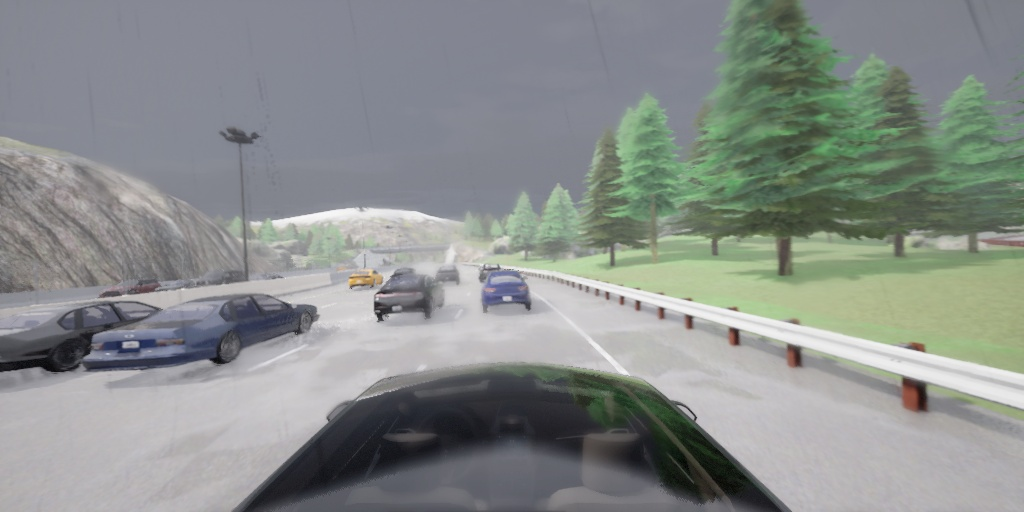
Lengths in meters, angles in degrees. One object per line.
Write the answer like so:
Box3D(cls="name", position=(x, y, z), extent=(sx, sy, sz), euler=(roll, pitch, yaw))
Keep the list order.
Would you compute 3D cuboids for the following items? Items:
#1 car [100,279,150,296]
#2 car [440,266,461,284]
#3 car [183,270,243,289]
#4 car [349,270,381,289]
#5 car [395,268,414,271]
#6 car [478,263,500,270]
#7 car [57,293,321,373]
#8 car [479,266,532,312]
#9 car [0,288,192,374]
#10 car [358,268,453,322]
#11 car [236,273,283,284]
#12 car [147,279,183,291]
Box3D(cls="car", position=(-34.087, 2.905, 32.273), extent=(2.097, 1.767, 4.553), euler=(-3, 0, -10))
Box3D(cls="car", position=(-5.255, 1.554, 29.746), extent=(2.128, 1.511, 4.902), euler=(-3, 0, -7))
Box3D(cls="car", position=(-27.191, 2.419, 33.481), extent=(2.150, 2.045, 5.566), euler=(-3, 0, -10))
Box3D(cls="car", position=(-12.445, 1.913, 30.788), extent=(1.882, 1.535, 5.008), euler=(-3, 0, -8))
Box3D(cls="car", position=(-8.785, 1.749, 29.794), extent=(1.837, 1.490, 4.892), euler=(-3, 0, -8))
Box3D(cls="car", position=(-1.763, 1.375, 30.009), extent=(2.128, 1.511, 4.902), euler=(-3, 0, -7))
Box3D(cls="car", position=(-7.026, 1.670, 9.047), extent=(2.033, 1.411, 5.357), euler=(-3, 0, -2))
Box3D(cls="car", position=(-0.295, 1.310, 14.585), extent=(1.812, 1.442, 4.674), euler=(-3, 0, -4))
Box3D(cls="car", position=(-10.521, 1.850, 9.055), extent=(2.033, 1.411, 5.357), euler=(-3, 0, -2))
Box3D(cls="car", position=(-3.743, 1.451, 13.684), extent=(2.128, 1.511, 4.902), euler=(-3, 0, -3))
Box3D(cls="car", position=(-23.857, 2.521, 34.723), extent=(2.128, 1.511, 4.902), euler=(-3, 0, -10))
Box3D(cls="car", position=(-30.696, 2.944, 33.255), extent=(1.994, 1.385, 4.181), euler=(-3, 0, -10))
